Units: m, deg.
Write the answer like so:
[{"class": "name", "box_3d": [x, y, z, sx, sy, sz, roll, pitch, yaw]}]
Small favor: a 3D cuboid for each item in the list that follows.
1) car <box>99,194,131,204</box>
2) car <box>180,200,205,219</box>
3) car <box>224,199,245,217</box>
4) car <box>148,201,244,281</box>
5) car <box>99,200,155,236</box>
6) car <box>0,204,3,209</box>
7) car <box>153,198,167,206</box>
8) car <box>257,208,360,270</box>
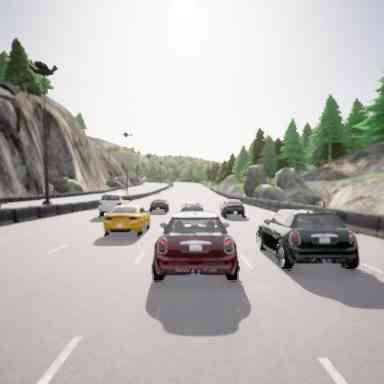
[{"class": "car", "box_3d": [-6.971, 1.155, 30.730, 2.150, 2.045, 5.566, 0, 0, 0]}, {"class": "car", "box_3d": [0.034, 1.489, 29.082, 1.994, 1.385, 4.181, 0, 0, 0]}, {"class": "car", "box_3d": [3.533, 1.421, 29.548, 1.837, 1.490, 4.892, 0, 0, 0]}, {"class": "car", "box_3d": [0.081, 1.327, 9.921, 2.097, 1.767, 4.553, 0, 0, 0]}, {"class": "car", "box_3d": [-3.440, 1.439, 18.331, 1.882, 1.535, 5.008, 0, 0, 0]}, {"class": "car", "box_3d": [-17.563, 1.411, 27.595, 1.812, 1.442, 4.674, 0, 0, 0]}, {"class": "car", "box_3d": [-3.485, 1.406, 36.472, 1.837, 1.490, 4.892, 0, 0, 0]}, {"class": "car", "box_3d": [3.578, 1.317, 11.107, 2.097, 1.767, 4.553, 0, 0, 0]}]
